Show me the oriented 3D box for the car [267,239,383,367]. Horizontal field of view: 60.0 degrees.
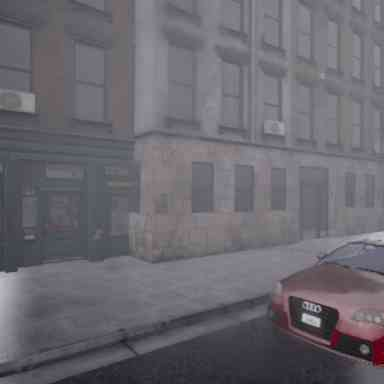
[{"bbox_3d":[3.245,1.565,5.701,4.181,1.385,1.994,0,0,-36],"label":"car"}]
